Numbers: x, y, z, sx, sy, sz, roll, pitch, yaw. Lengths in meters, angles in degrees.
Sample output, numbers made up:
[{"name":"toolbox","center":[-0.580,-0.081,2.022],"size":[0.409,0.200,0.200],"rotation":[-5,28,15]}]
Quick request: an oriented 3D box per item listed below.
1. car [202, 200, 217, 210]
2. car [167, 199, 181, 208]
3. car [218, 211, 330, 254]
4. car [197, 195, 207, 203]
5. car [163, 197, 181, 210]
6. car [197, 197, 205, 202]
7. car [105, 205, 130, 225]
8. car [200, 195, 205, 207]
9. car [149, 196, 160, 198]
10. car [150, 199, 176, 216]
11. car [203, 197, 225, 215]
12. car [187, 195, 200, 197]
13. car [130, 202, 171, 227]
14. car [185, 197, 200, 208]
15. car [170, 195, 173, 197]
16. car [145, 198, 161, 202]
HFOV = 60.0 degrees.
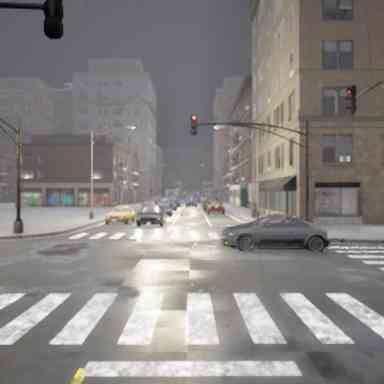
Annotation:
[{"name":"car","center":[2.554,1.819,48.396],"size":[1.947,1.339,4.313],"rotation":[0,0,0]},{"name":"car","center":[-2.872,1.886,54.358],"size":[1.895,1.301,4.718],"rotation":[0,0,1]},{"name":"car","center":[3.304,1.652,13.523],"size":[4.181,1.385,1.994],"rotation":[0,0,0]},{"name":"car","center":[2.495,1.748,82.367],"size":[2.192,1.841,5.009],"rotation":[0,0,0]},{"name":"car","center":[-2.854,1.779,44.260],"size":[2.033,1.411,5.357],"rotation":[0,0,1]},{"name":"car","center":[2.475,2.060,93.690],"size":[1.947,1.339,4.313],"rotation":[0,0,0]},{"name":"car","center":[-5.432,1.659,25.565],"size":[1.752,1.417,4.829],"rotation":[0,0,0]},{"name":"car","center":[2.564,1.538,42.735],"size":[2.192,1.841,5.009],"rotation":[0,0,0]},{"name":"car","center":[-5.471,1.569,48.383],"size":[2.192,1.841,5.009],"rotation":[0,0,0]},{"name":"car","center":[-2.896,1.702,33.700],"size":[1.812,1.442,4.674],"rotation":[0,0,0]},{"name":"car","center":[2.574,1.634,37.072],"size":[1.967,1.590,4.097],"rotation":[0,0,0]},{"name":"car","center":[-0.114,1.567,65.862],"size":[2.150,2.045,5.566],"rotation":[0,0,0]},{"name":"car","center":[-2.876,1.675,24.395],"size":[2.033,1.411,5.357],"rotation":[0,0,-1]},{"name":"car","center":[-0.096,1.892,55.558],"size":[1.895,1.301,4.718],"rotation":[0,0,0]},{"name":"car","center":[-5.510,1.897,70.859],"size":[1.752,1.417,4.829],"rotation":[0,0,0]},{"name":"car","center":[-5.461,1.774,42.720],"size":[2.008,1.369,4.403],"rotation":[0,0,0]}]
